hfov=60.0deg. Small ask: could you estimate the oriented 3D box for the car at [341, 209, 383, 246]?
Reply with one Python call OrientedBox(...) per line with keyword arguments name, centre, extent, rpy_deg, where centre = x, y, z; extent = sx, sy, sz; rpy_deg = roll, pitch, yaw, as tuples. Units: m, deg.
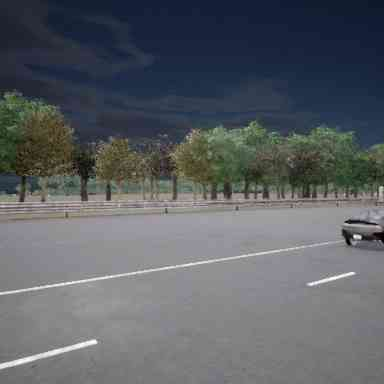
OrientedBox(name="car", centre=(8.269, 1.495, 14.066), extent=(4.902, 1.511, 2.128), rpy_deg=(0, 0, -35))
